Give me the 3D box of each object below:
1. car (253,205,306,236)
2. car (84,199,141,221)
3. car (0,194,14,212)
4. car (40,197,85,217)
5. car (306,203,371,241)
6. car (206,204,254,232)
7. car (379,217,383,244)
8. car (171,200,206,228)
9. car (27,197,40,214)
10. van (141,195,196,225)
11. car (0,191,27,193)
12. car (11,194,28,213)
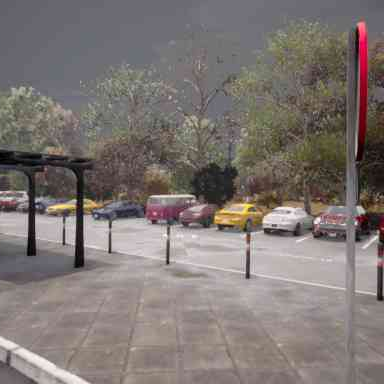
[{"bbox_3d":[5.526,1.542,18.787,2.002,1.452,4.674,1,0,35],"label":"car"},{"bbox_3d":[-5.789,1.405,26.822,2.163,1.488,4.792,1,0,35],"label":"car"},{"bbox_3d":[-17.067,1.251,34.908,2.097,1.535,5.008,1,0,35],"label":"car"},{"bbox_3d":[-10.400,1.323,29.918,1.946,1.575,5.366,1,0,36],"label":"car"},{"bbox_3d":[7.806,1.402,17.202,2.185,1.767,4.553,1,0,35],"label":"car"},{"bbox_3d":[3.265,1.476,20.396,2.097,1.535,5.008,1,0,35],"label":"car"},{"bbox_3d":[10.050,1.553,15.571,2.097,1.535,5.008,1,0,35],"label":"car"},{"bbox_3d":[1.004,1.491,22.010,2.002,1.452,4.674,1,0,36],"label":"car"},{"bbox_3d":[-12.535,1.331,31.704,2.163,1.488,4.792,1,0,35],"label":"car"},{"bbox_3d":[-1.183,1.200,23.717,1.878,1.987,4.442,1,0,35],"label":"van"},{"bbox_3d":[-21.605,0.950,38.102,2.435,2.045,5.566,1,0,36],"label":"car"},{"bbox_3d":[-14.807,1.277,33.297,2.231,1.521,4.892,1,0,35],"label":"car"}]
